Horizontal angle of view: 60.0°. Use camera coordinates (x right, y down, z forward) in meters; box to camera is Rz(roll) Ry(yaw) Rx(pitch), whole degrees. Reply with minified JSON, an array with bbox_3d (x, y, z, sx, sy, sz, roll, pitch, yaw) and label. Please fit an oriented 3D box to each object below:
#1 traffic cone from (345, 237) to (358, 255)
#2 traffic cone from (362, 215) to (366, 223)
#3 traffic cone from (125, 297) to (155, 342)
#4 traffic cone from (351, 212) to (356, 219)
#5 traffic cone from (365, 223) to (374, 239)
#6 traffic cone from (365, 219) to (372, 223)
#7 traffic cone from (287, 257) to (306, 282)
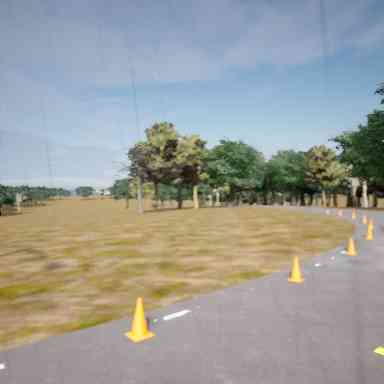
[{"bbox_3d":[5.739,1.929,11.971,0.340,0.580,0.340,-1,0,38],"label":"traffic cone"},{"bbox_3d":[12.606,1.959,24.288,0.340,0.580,0.340,-1,-1,20],"label":"traffic cone"},{"bbox_3d":[-0.816,1.950,5.204,0.340,0.580,0.340,0,0,-40],"label":"traffic cone"},{"bbox_3d":[14.001,2.009,28.796,0.340,0.580,0.340,-1,-1,14],"label":"traffic cone"},{"bbox_3d":[8.453,1.923,15.829,0.340,0.580,0.340,-1,0,32],"label":"traffic cone"},{"bbox_3d":[10.751,1.931,19.950,0.340,0.580,0.340,-1,-1,26],"label":"traffic cone"},{"bbox_3d":[2.639,1.938,8.417,0.340,0.580,0.340,0,0,44],"label":"traffic cone"}]
